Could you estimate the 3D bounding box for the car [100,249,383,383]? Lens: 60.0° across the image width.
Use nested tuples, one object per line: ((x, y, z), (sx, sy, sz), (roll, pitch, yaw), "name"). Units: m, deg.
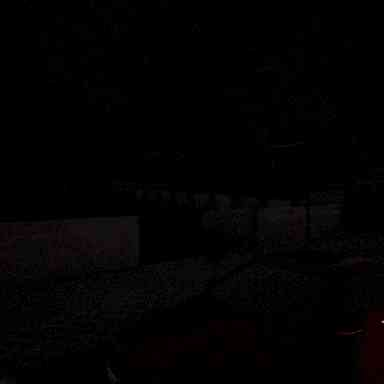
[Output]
((1.287, 1.502, 3.991), (4.674, 1.442, 1.812), (-1, 0, -36), "car")
